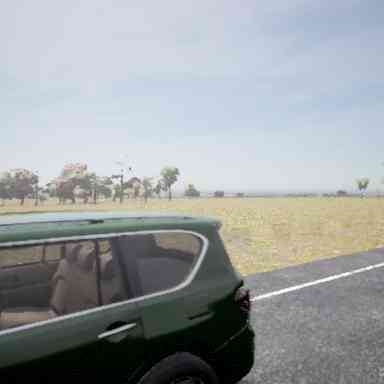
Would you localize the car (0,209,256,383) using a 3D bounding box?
[{"bbox_3d":[-1.957,1.223,2.600,5.566,2.045,2.150,0,0,-36],"label":"car"}]
